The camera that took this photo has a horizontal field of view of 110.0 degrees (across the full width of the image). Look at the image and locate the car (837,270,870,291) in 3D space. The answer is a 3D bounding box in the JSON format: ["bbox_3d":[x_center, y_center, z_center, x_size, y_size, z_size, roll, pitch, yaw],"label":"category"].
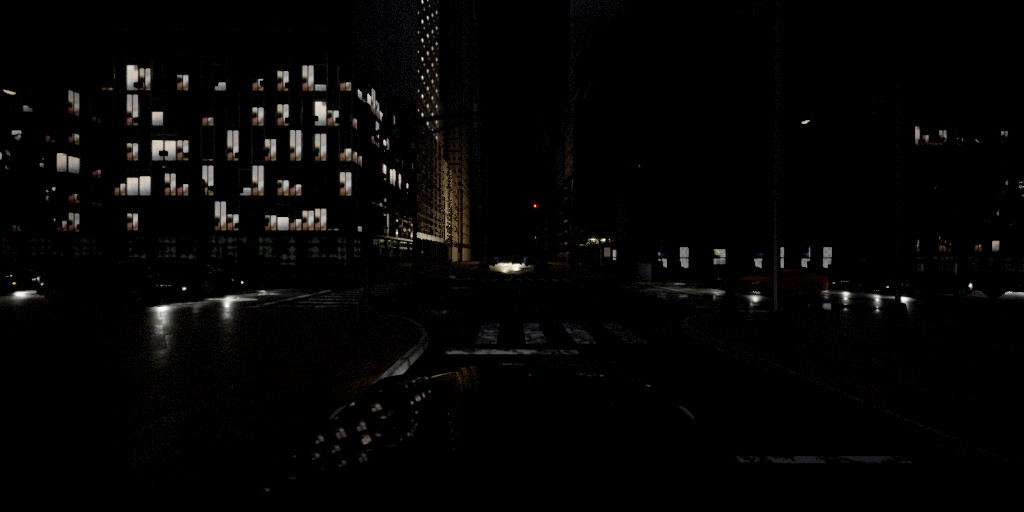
[{"bbox_3d":[25.617,1.739,25.971,4.892,1.490,1.837,1,0,-3],"label":"car"}]

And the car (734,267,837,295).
[{"bbox_3d":[16.729,1.554,22.295,5.008,1.535,1.882,1,0,-3],"label":"car"}]

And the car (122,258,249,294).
[{"bbox_3d":[-15.525,0.994,17.306,4.892,1.490,1.837,1,0,-3],"label":"car"}]

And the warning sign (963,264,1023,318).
[{"bbox_3d":[17.261,1.204,12.860,1.060,1.860,1.300,0,0,-3],"label":"warning sign"}]

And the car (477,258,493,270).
[{"bbox_3d":[-4.087,1.342,52.129,1.802,1.307,4.207,0,0,0],"label":"car"}]

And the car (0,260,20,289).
[{"bbox_3d":[-24.564,0.888,16.879,4.181,1.385,1.994,1,0,-3],"label":"car"}]

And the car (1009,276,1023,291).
[{"bbox_3d":[39.452,2.044,26.614,4.181,1.385,1.994,1,0,-3],"label":"car"}]

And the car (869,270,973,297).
[{"bbox_3d":[26.129,1.749,22.743,4.892,1.490,1.837,1,0,-3],"label":"car"}]

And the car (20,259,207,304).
[{"bbox_3d":[-15.373,0.998,14.059,4.892,1.490,1.837,1,0,-3],"label":"car"}]

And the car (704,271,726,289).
[{"bbox_3d":[16.320,1.545,25.529,5.008,1.535,1.882,1,0,-3],"label":"car"}]

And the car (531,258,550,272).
[{"bbox_3d":[3.873,1.328,46.646,1.948,1.339,4.313,0,0,0],"label":"car"}]
